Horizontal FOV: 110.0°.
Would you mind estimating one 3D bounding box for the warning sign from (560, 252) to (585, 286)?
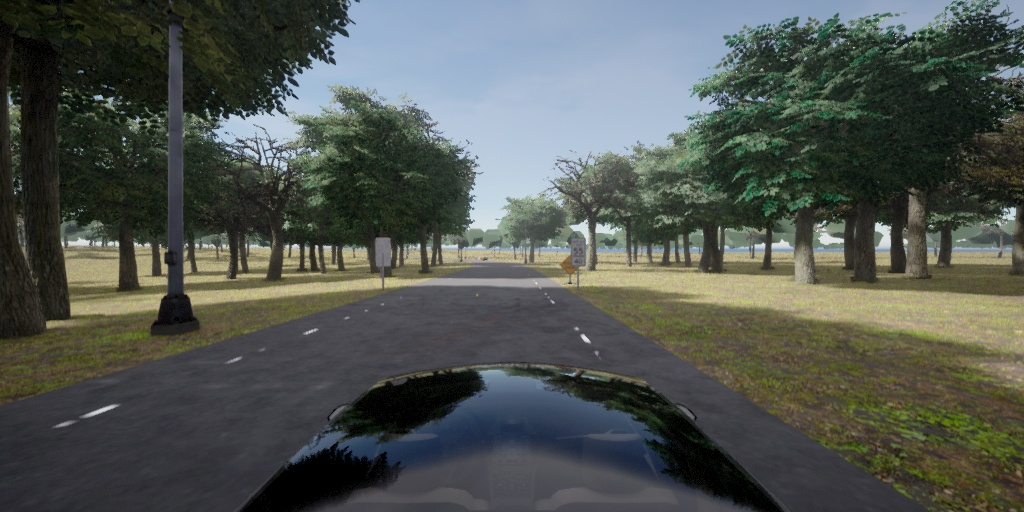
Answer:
[{"bbox_3d":[3.550,0.836,21.960,1.300,1.860,1.060,0,0,0],"label":"warning sign"}]
